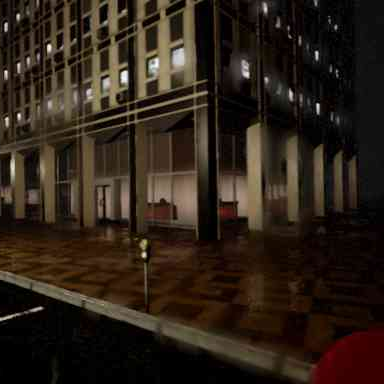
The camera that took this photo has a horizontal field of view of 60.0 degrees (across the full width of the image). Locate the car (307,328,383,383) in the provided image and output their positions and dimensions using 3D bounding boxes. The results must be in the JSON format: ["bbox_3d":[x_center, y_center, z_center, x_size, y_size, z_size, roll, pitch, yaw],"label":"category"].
[{"bbox_3d":[2.814,1.316,0.912,5.009,1.841,2.192,0,-1,36],"label":"car"}]
